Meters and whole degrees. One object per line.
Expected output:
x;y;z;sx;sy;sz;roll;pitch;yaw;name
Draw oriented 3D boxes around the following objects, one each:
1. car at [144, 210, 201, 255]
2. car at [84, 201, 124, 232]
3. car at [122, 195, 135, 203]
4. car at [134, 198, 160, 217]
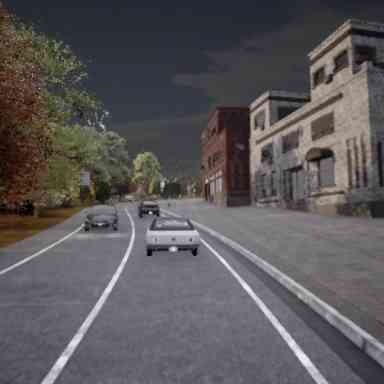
-0.875;1.639;13.438;1.895;1.301;4.718;0;0;-6;car
-5.391;1.505;20.398;1.837;1.490;4.892;1;0;-10;car
-11.742;1.369;61.977;1.812;1.442;4.674;-1;0;3;car
-4.093;1.526;31.137;1.837;1.490;4.892;1;0;-12;car
